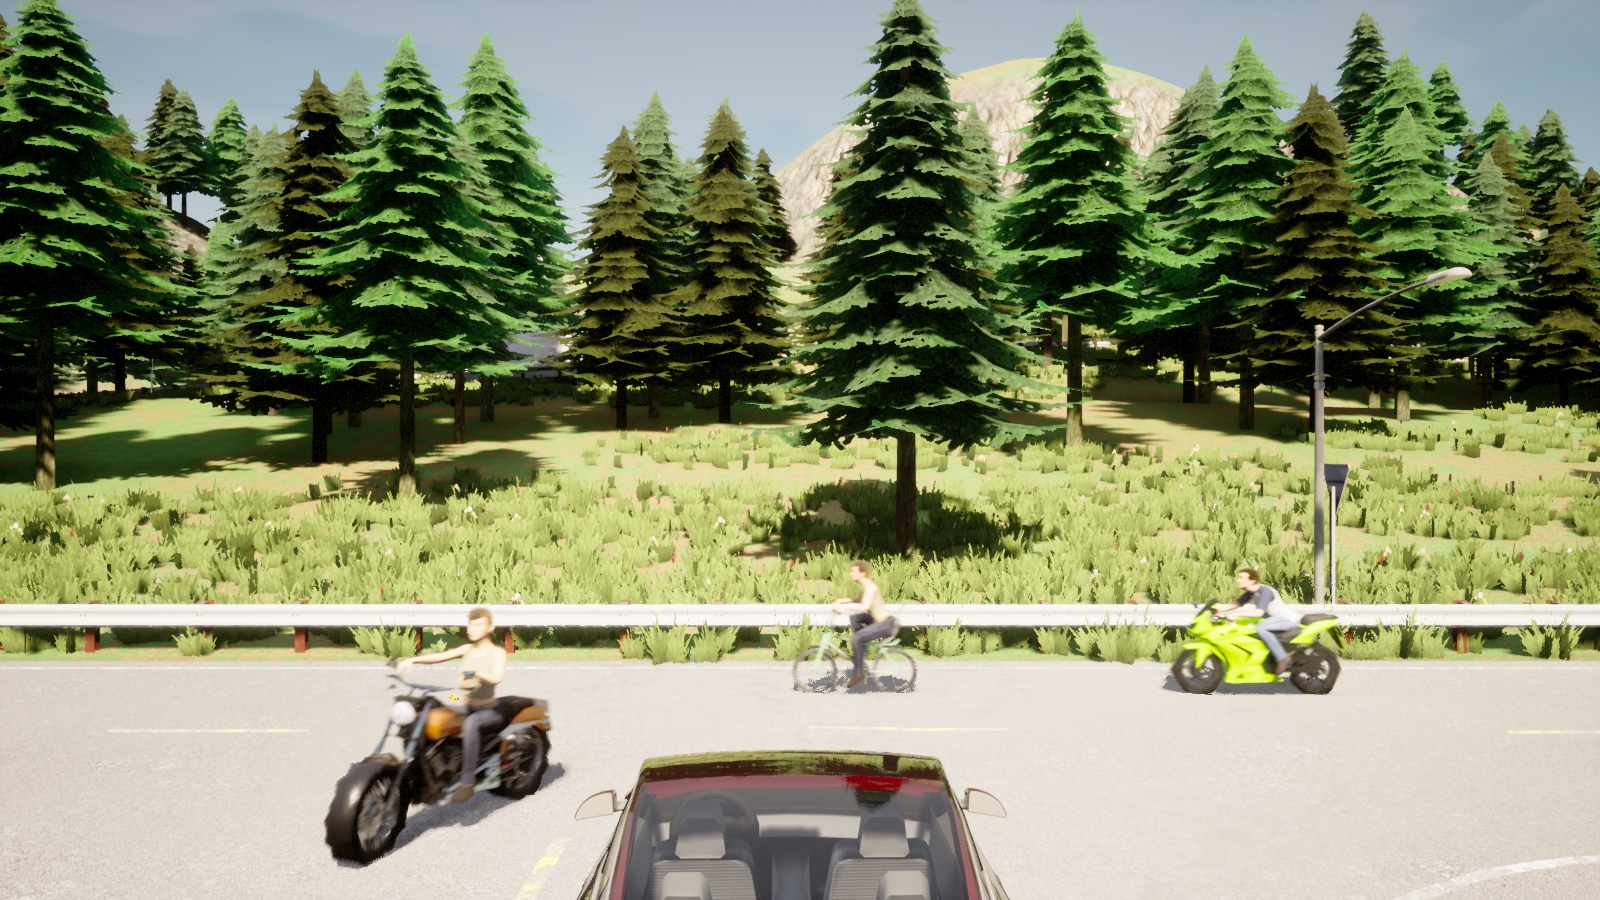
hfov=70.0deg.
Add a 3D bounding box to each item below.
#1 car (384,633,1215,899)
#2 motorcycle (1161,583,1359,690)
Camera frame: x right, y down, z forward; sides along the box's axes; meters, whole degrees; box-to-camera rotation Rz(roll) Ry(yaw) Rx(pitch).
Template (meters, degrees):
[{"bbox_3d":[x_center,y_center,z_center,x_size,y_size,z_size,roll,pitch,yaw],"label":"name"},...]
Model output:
[{"bbox_3d":[-0.034,1.936,5.154,2.163,1.488,4.792,0,-1,-1],"label":"car"},{"bbox_3d":[5.456,2.211,13.641,2.033,1.145,0.803,0,0,0],"label":"motorcycle"}]
